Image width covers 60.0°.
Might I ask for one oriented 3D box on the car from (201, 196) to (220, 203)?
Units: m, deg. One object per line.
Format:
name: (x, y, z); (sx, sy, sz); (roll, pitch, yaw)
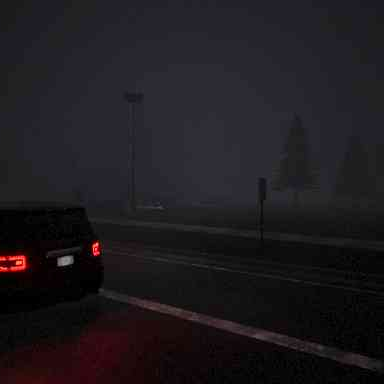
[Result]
car: (3.845, 1.526, 68.789); (1.812, 1.442, 4.674); (0, 0, 35)

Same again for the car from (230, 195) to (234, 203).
car: (6.496, 1.351, 66.502); (2.097, 1.767, 4.553); (0, 0, 35)

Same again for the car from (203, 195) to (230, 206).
car: (3.942, 1.547, 56.851); (2.033, 1.411, 5.357); (0, 0, 35)

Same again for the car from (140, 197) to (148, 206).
car: (-6.391, 1.351, 54.272); (2.097, 1.767, 4.553); (0, 0, 35)

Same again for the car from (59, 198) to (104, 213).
car: (-12.863, 1.505, 38.897); (1.837, 1.490, 4.892); (0, 0, 35)

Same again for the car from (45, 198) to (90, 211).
car: (-15.387, 1.492, 41.395); (2.128, 1.511, 4.902); (0, 0, 35)

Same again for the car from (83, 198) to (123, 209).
car: (-9.891, 1.478, 37.040); (1.882, 1.535, 5.008); (0, 0, 35)

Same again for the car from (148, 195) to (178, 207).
car: (-4.080, 1.499, 51.479); (1.837, 1.490, 4.892); (0, 2, 35)

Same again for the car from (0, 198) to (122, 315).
car: (-4.269, 1.221, 6.995); (5.566, 2.045, 2.150); (0, 0, 35)
